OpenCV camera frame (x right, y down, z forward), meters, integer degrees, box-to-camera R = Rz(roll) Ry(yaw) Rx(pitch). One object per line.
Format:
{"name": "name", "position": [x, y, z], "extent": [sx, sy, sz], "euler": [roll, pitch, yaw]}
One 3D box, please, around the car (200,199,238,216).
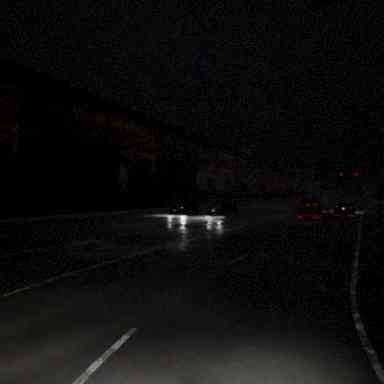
{"name": "car", "position": [3.130, 1.503, 33.467], "extent": [2.128, 1.511, 4.902], "euler": [1, 0, 27]}

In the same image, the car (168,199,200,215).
{"name": "car", "position": [-0.604, 1.491, 33.851], "extent": [1.812, 1.442, 4.674], "euler": [1, 0, 27]}

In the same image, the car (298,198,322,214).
{"name": "car", "position": [13.554, 1.482, 37.975], "extent": [2.097, 1.767, 4.553], "euler": [1, 0, 27]}

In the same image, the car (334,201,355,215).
{"name": "car", "position": [17.006, 1.735, 37.058], "extent": [1.994, 1.385, 4.181], "euler": [1, 0, 28]}
